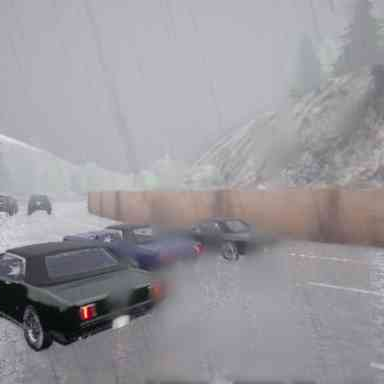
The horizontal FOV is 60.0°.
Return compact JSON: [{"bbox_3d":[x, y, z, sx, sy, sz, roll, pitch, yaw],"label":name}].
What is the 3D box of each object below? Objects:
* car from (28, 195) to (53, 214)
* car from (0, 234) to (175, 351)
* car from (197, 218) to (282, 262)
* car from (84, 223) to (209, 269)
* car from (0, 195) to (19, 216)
[{"bbox_3d":[-16.851,1.356,37.142,2.150,2.045,5.566,-1,0,-19],"label":"car"},{"bbox_3d":[-2.739,1.623,6.292,4.718,1.301,1.895,0,0,40],"label":"car"},{"bbox_3d":[0.775,1.625,12.373,4.718,1.301,1.895,0,0,41],"label":"car"},{"bbox_3d":[-2.003,1.629,10.110,4.718,1.301,1.895,0,0,41],"label":"car"},{"bbox_3d":[-19.481,1.358,34.425,2.150,2.045,5.566,-1,0,-21],"label":"car"}]
